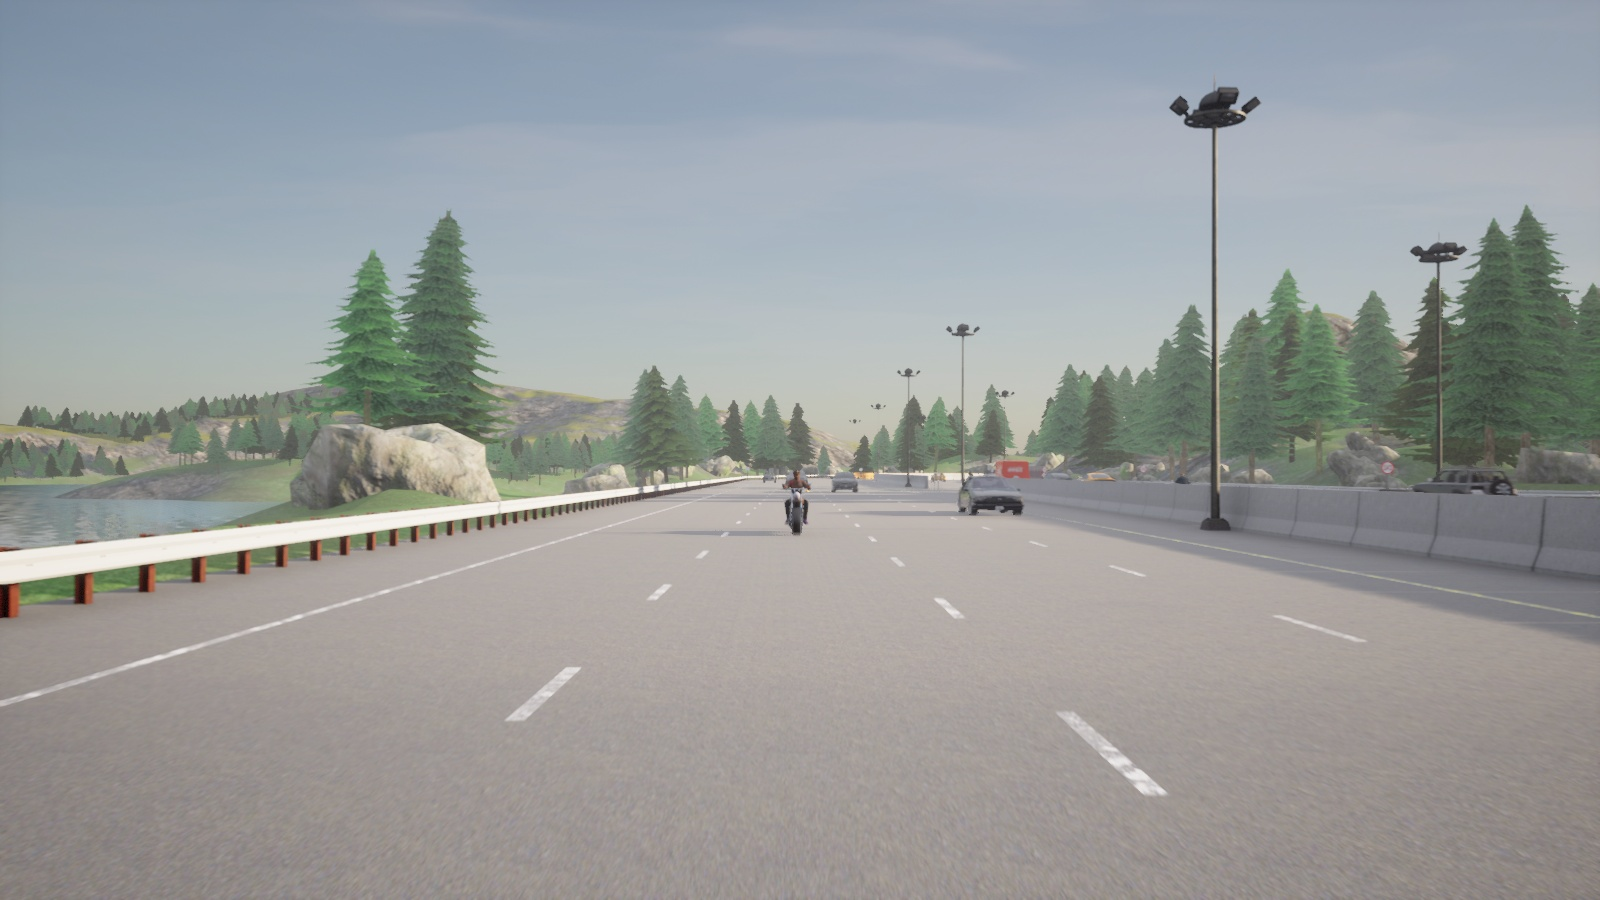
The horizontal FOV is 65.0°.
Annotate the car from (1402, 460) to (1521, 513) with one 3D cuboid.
[{"bbox_3d":[24.390,1.312,46.498,1.932,1.855,4.605,0,-1,0],"label":"car"}]

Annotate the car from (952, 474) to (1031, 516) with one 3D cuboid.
[{"bbox_3d":[6.893,1.602,45.822,2.033,1.411,5.357,0,-1,0],"label":"car"}]

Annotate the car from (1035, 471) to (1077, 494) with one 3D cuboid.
[{"bbox_3d":[17.300,2.174,84.995,1.837,1.490,4.892,0,-1,0],"label":"car"}]

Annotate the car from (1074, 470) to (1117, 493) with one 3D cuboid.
[{"bbox_3d":[20.792,2.191,88.519,1.882,1.535,5.008,0,-1,0],"label":"car"}]

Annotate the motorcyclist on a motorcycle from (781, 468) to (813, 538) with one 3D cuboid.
[{"bbox_3d":[-0.073,1.283,30.914,0.766,1.649,2.350,0,-1,0],"label":"motorcyclist on a motorcycle"}]

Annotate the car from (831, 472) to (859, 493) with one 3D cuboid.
[{"bbox_3d":[3.285,2.342,91.712,1.837,1.490,4.892,0,-1,0],"label":"car"}]
